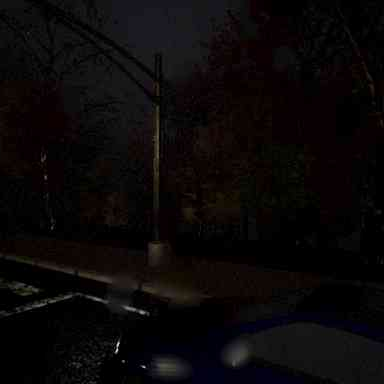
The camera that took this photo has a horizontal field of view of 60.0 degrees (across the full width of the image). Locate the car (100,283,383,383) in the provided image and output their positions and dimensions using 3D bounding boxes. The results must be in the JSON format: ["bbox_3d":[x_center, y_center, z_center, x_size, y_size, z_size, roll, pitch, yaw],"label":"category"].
[{"bbox_3d":[1.127,1.564,2.879,4.181,1.385,1.994,0,0,35],"label":"car"}]
